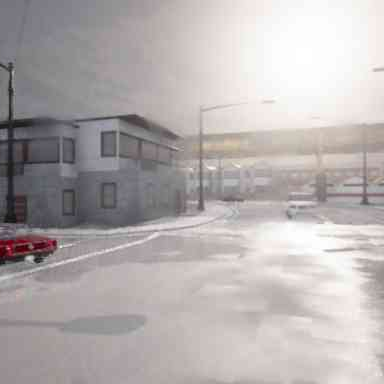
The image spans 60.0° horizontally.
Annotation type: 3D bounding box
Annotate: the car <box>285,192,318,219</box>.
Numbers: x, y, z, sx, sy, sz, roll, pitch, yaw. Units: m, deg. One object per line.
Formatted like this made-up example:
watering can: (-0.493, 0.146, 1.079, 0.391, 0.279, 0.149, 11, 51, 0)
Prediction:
car: (8.949, 1.058, 27.524, 2.150, 2.045, 5.566, 1, 1, 13)

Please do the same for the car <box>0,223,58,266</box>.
car: (-6.774, 1.734, 11.319, 4.718, 1.301, 1.895, -1, 0, 33)

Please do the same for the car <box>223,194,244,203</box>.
car: (6.608, 1.062, 53.076, 1.994, 1.385, 4.181, 0, 0, -22)
